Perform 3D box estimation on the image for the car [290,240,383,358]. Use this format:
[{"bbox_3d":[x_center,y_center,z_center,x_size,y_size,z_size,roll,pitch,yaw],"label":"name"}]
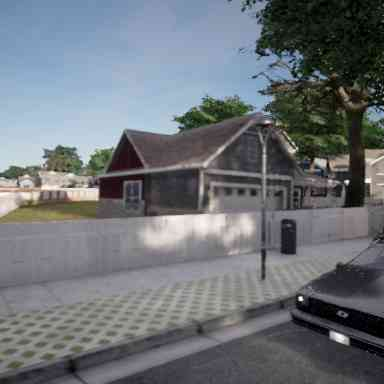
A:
[{"bbox_3d":[4.132,1.573,6.009,5.357,1.411,2.033,0,0,-36],"label":"car"}]
